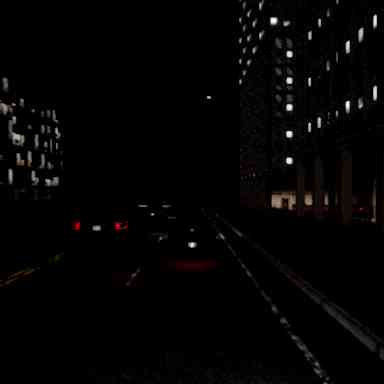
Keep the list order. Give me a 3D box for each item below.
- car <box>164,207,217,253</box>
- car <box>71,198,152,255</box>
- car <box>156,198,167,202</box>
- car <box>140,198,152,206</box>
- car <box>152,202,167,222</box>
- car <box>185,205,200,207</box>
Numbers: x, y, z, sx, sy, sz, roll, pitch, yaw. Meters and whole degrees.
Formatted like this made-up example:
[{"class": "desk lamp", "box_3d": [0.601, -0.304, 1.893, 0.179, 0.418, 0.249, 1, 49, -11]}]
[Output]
[{"class": "car", "box_3d": [0.013, 1.640, 14.306, 1.837, 1.490, 4.892, 0, 0, 0]}, {"class": "car", "box_3d": [-3.240, 1.346, 14.018, 2.150, 2.045, 5.566, 0, 0, 0]}, {"class": "car", "box_3d": [-6.454, 2.102, 70.997, 1.837, 1.490, 4.892, 0, 0, 0]}, {"class": "car", "box_3d": [-9.704, 2.102, 71.000, 1.837, 1.490, 4.892, 0, 0, 0]}, {"class": "car", "box_3d": [-3.226, 1.829, 29.302, 1.994, 1.385, 4.181, 0, 0, 0]}, {"class": "car", "box_3d": [0.020, 1.810, 28.989, 2.033, 1.411, 5.357, 0, 0, 0]}]
